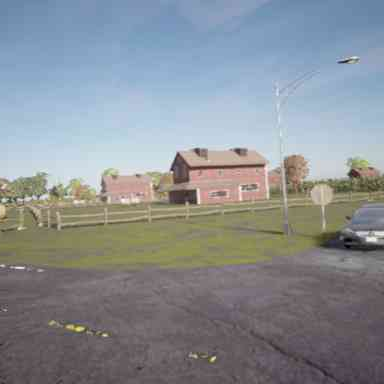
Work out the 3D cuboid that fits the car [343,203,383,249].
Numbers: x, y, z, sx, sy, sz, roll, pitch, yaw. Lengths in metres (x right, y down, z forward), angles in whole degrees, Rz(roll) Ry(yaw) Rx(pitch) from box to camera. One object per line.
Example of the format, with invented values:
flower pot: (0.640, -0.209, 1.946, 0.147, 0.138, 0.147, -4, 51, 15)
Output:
car: (6.952, 1.189, 12.563, 1.812, 1.442, 4.674, -5, -1, 33)
